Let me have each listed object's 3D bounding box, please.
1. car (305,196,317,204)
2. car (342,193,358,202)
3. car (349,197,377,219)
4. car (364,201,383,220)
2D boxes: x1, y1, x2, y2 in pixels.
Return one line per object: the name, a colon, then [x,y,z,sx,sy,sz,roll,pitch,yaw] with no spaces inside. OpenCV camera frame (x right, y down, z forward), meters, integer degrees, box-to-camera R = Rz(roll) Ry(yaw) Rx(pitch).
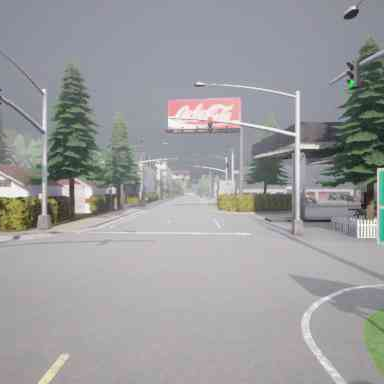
car: [22.521,1.552,64.001,1.970,1.475,3.806,0,0,0]
car: [34.927,1.489,71.789,2.007,1.523,4.514,0,0,0]
car: [14.376,1.505,24.936,3.866,1.878,1.905,0,0,0]
car: [18.704,1.672,30.605,4.611,1.667,2.242,0,0,0]
